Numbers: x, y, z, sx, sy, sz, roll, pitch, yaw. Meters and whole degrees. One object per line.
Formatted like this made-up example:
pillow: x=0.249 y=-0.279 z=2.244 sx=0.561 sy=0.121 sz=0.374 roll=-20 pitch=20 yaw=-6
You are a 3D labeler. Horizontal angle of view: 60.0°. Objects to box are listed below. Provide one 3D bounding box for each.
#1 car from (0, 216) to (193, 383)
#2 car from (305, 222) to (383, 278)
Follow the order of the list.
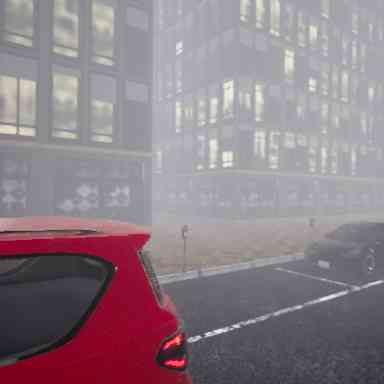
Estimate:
car: x=-2.581 y=1.212 z=1.528 sx=5.566 sy=2.045 sz=2.150 roll=0 pitch=0 yaw=-36
car: x=5.404 y=1.634 z=10.407 sx=4.313 sy=1.339 sz=1.947 roll=0 pitch=0 yaw=-35
